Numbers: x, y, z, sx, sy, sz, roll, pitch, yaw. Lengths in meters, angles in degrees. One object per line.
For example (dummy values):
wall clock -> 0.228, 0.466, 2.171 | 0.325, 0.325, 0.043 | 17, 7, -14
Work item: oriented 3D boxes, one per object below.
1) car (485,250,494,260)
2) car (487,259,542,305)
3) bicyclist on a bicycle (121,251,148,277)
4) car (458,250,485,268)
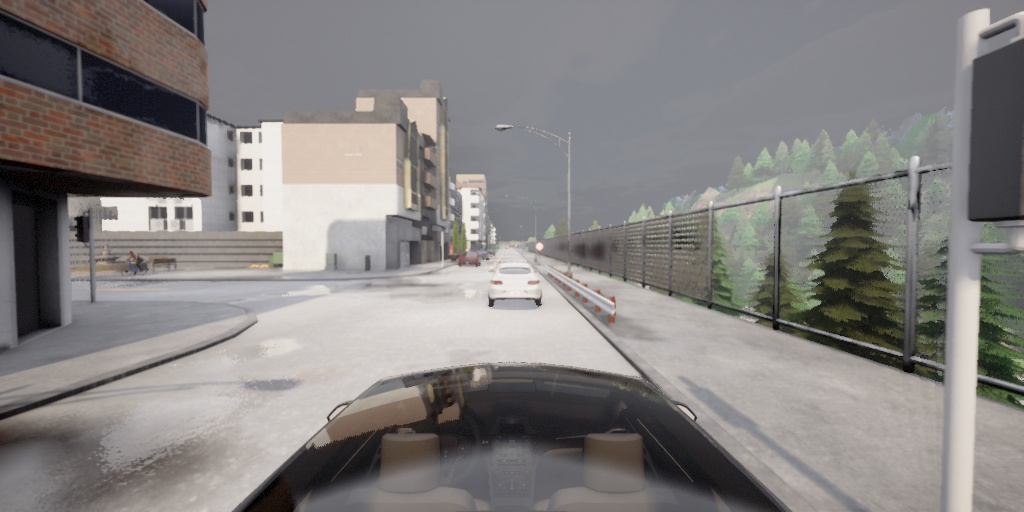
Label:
car -> -4.085, -0.087, 50.310 | 2.033, 1.411, 5.357 | 0, 2, 0
car -> 0.093, 0.937, 13.591 | 1.812, 1.442, 4.674 | 0, 2, 0
bicyclist on a bicycle -> -24.285, 0.491, 23.049 | 0.582, 1.620, 1.656 | 0, 2, 0
car -> -4.092, 0.273, 35.218 | 1.882, 1.535, 5.008 | 0, 2, 0
